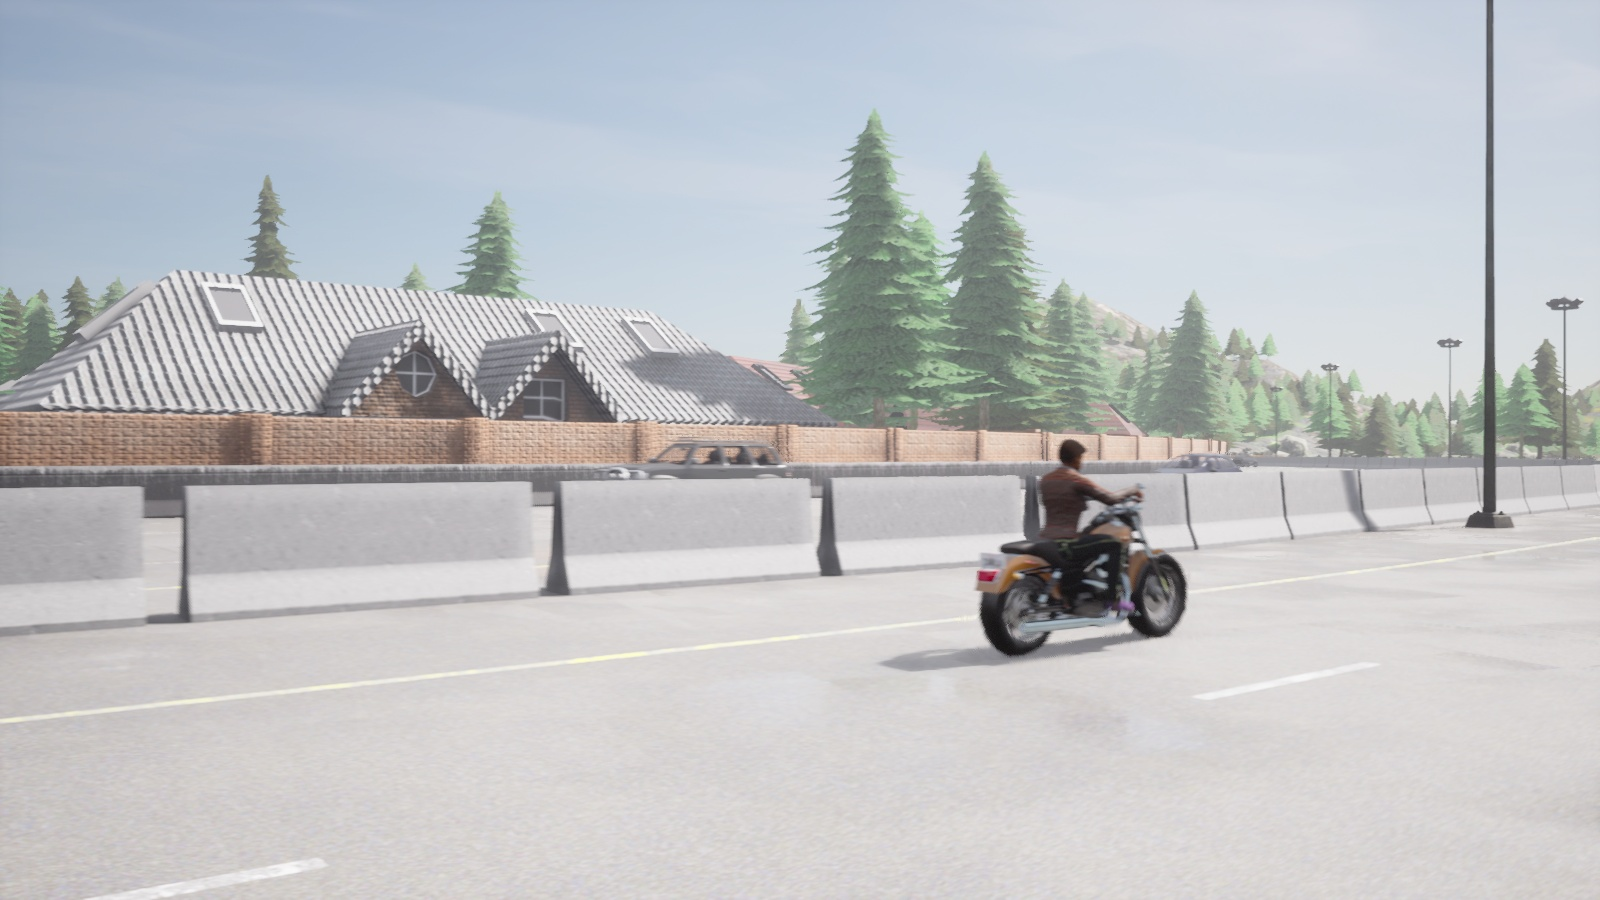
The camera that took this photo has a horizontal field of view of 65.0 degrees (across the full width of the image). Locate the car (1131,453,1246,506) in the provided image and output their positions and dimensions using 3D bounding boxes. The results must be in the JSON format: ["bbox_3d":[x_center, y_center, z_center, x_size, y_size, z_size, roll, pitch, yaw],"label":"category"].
[{"bbox_3d":[11.531,0.834,37.170,1.845,1.501,3.633,0,0,43],"label":"car"}]

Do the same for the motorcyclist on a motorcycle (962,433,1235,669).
[{"bbox_3d":[2.380,0.717,9.823,2.350,1.649,0.766,0,-1,-38],"label":"motorcyclist on a motorcycle"}]

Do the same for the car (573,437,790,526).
[{"bbox_3d":[-2.607,0.646,28.376,4.605,1.855,1.932,0,0,-41],"label":"car"}]
